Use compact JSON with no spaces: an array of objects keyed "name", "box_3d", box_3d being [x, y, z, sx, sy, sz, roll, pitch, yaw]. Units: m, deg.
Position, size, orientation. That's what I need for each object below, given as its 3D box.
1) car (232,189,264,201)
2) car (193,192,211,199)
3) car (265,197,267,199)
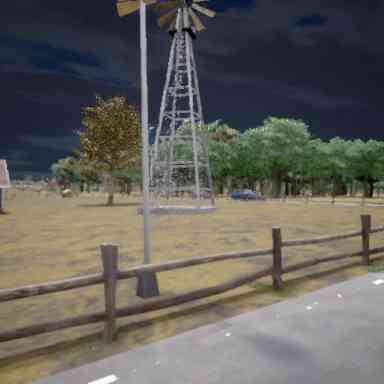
[{"name":"car","box_3d":[9.206,0.550,56.977,2.150,2.045,5.566,1,0,-35]},{"name":"car","box_3d":[2.073,0.695,71.842,2.128,1.511,4.902,1,0,-35]},{"name":"car","box_3d":[10.873,0.906,59.506,2.033,1.411,5.357,1,0,-35]}]
